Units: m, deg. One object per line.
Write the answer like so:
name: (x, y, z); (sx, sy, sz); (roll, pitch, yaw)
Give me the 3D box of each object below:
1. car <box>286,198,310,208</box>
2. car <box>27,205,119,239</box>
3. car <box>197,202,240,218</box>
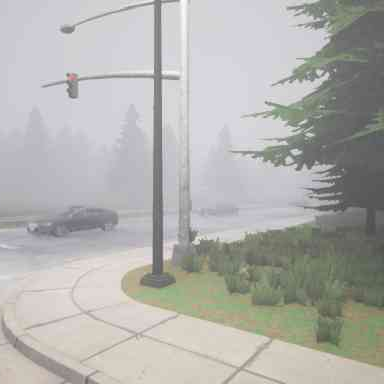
car: (15.086, 1.574, 47.251); (1.895, 1.301, 4.718); (0, 0, 37)
car: (-6.050, 1.464, 17.459); (2.128, 1.511, 4.902); (0, 0, 35)
car: (2.453, 1.574, 29.787); (1.895, 1.301, 4.718); (0, 0, 35)
